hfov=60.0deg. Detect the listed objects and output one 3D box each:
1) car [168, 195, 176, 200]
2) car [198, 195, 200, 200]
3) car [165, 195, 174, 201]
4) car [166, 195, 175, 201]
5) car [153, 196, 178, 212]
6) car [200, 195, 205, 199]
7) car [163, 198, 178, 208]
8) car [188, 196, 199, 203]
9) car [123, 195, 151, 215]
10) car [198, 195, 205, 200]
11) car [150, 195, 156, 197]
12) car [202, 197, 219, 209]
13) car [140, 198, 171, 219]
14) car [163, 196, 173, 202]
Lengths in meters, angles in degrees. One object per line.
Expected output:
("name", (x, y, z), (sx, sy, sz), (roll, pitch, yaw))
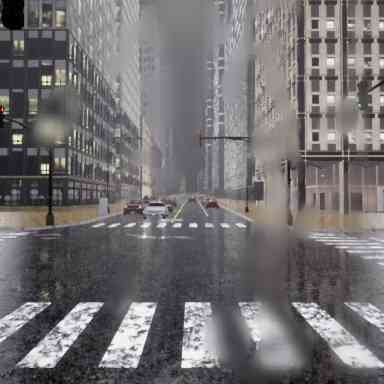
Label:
("car", (-5.695, 1.604, 95.068), (1.947, 1.339, 4.313), (1, 0, 0))
("car", (2.692, 1.590, 61.687), (1.947, 1.339, 4.313), (1, 0, 0))
("car", (-5.692, 1.578, 83.917), (1.887, 1.381, 4.507), (1, 0, 0))
("car", (-5.693, 1.587, 89.492), (2.008, 1.369, 4.403), (1, 0, 0))
("car", (-3.107, 1.562, 38.878), (2.033, 1.411, 5.357), (0, 0, 0))
("car", (2.694, 1.547, 56.280), (1.752, 1.417, 4.829), (1, 0, 0))
("car", (-3.102, 1.620, 49.171), (1.895, 1.301, 4.718), (0, 0, 0))
("car", (0.070, 1.573, 70.456), (2.033, 1.411, 5.357), (0, 0, 0))
("car", (-5.680, 1.453, 33.741), (1.967, 1.590, 4.097), (1, 0, 0))
("car", (2.686, 1.583, 95.151), (1.887, 1.381, 4.507), (1, 0, 0))
("car", (-5.680, 1.332, 44.891), (2.192, 1.841, 5.009), (1, 0, 0))
("car", (2.695, 1.599, 44.955), (1.802, 1.307, 4.206), (1, 0, 0))
("car", (-3.110, 1.537, 29.214), (1.812, 1.442, 4.674), (0, 0, 0))
("car", (-5.691, 1.581, 78.342), (2.008, 1.369, 4.403), (1, 0, 0))
